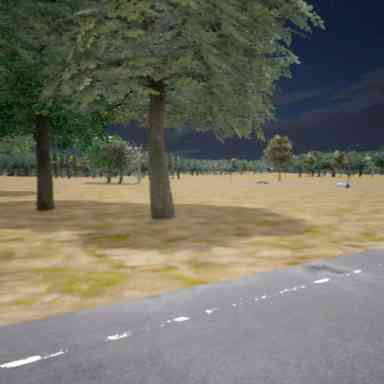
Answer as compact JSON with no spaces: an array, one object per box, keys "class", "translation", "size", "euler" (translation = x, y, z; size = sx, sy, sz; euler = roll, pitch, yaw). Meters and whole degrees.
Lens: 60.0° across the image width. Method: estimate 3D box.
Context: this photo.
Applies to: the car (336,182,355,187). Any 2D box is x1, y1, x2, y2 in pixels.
[{"class":"car","translation":[39.781,-1.916,86.154],"size":[1.812,1.442,4.674],"euler":[-2,3,-33]}]
